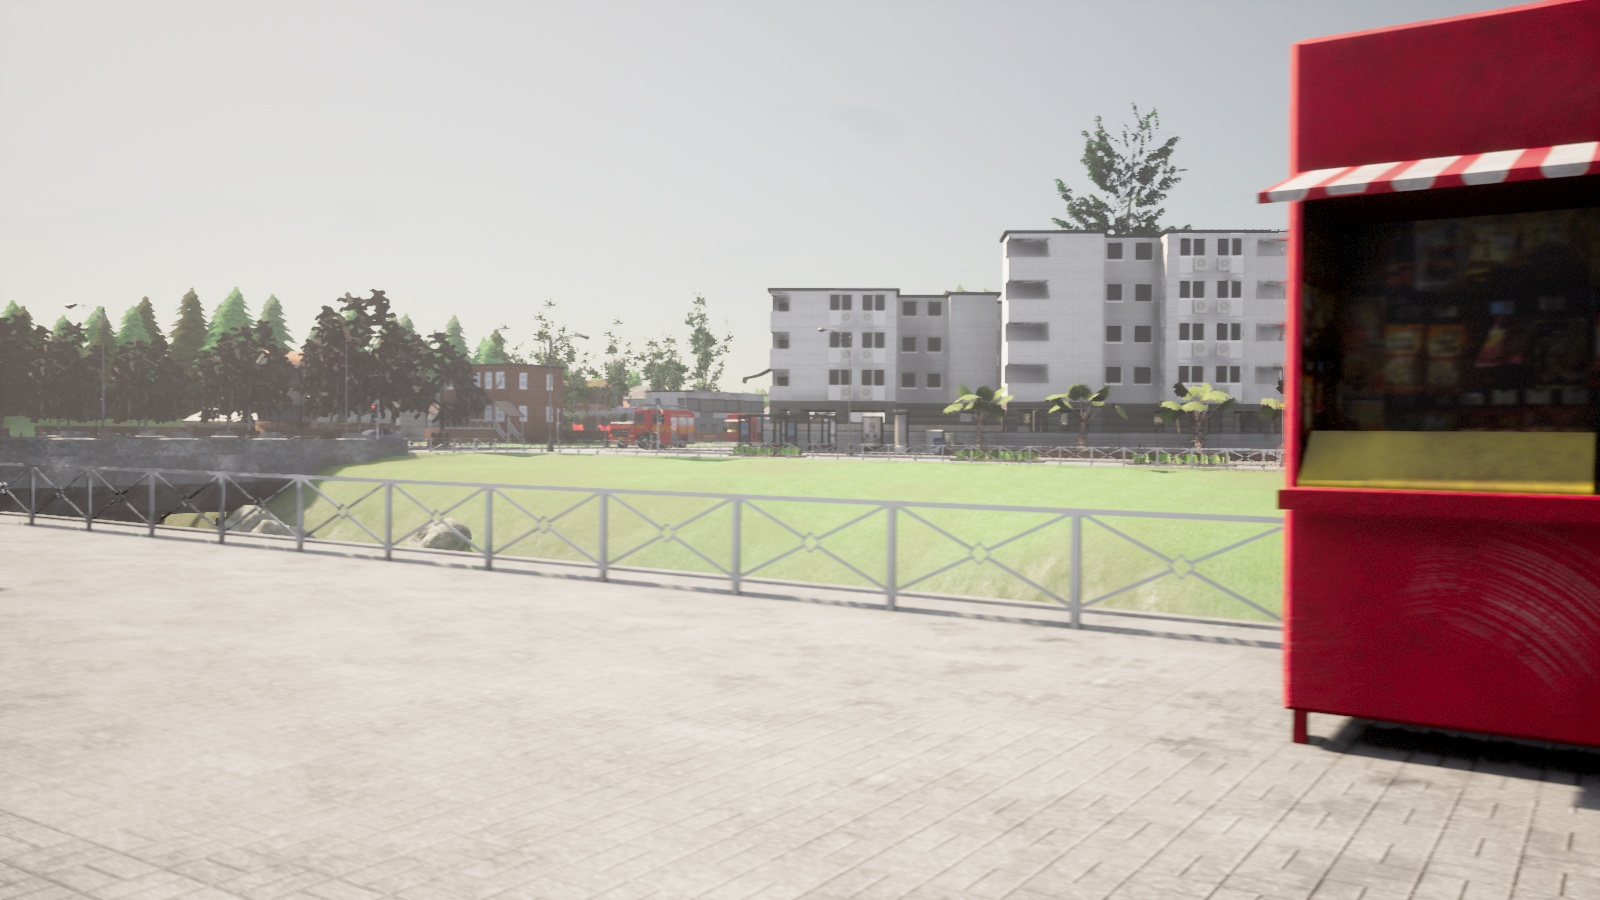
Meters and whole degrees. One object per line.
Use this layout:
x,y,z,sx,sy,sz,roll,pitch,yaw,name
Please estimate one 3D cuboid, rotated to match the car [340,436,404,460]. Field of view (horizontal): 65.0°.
-28.880,-0.151,84.839,1.845,1.501,3.633,0,1,40,car
